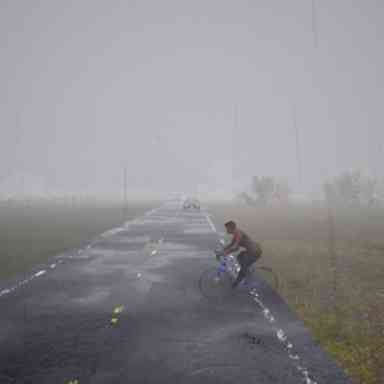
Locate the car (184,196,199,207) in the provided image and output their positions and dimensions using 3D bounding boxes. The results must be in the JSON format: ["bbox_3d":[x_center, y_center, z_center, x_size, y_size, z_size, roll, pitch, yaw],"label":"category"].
[{"bbox_3d":[-0.078,1.374,48.749,2.033,1.411,5.357,0,0,0],"label":"car"}]

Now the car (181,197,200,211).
[{"bbox_3d":[-0.032,1.453,38.321,1.895,1.301,4.718,0,0,0],"label":"car"}]

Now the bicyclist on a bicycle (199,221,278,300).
[{"bbox_3d":[0.957,1.424,6.854,1.656,1.620,0.582,0,0,0],"label":"bicyclist on a bicycle"}]

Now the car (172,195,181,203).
[{"bbox_3d":[-3.025,1.294,66.332,1.882,1.535,5.008,0,0,0],"label":"car"}]
